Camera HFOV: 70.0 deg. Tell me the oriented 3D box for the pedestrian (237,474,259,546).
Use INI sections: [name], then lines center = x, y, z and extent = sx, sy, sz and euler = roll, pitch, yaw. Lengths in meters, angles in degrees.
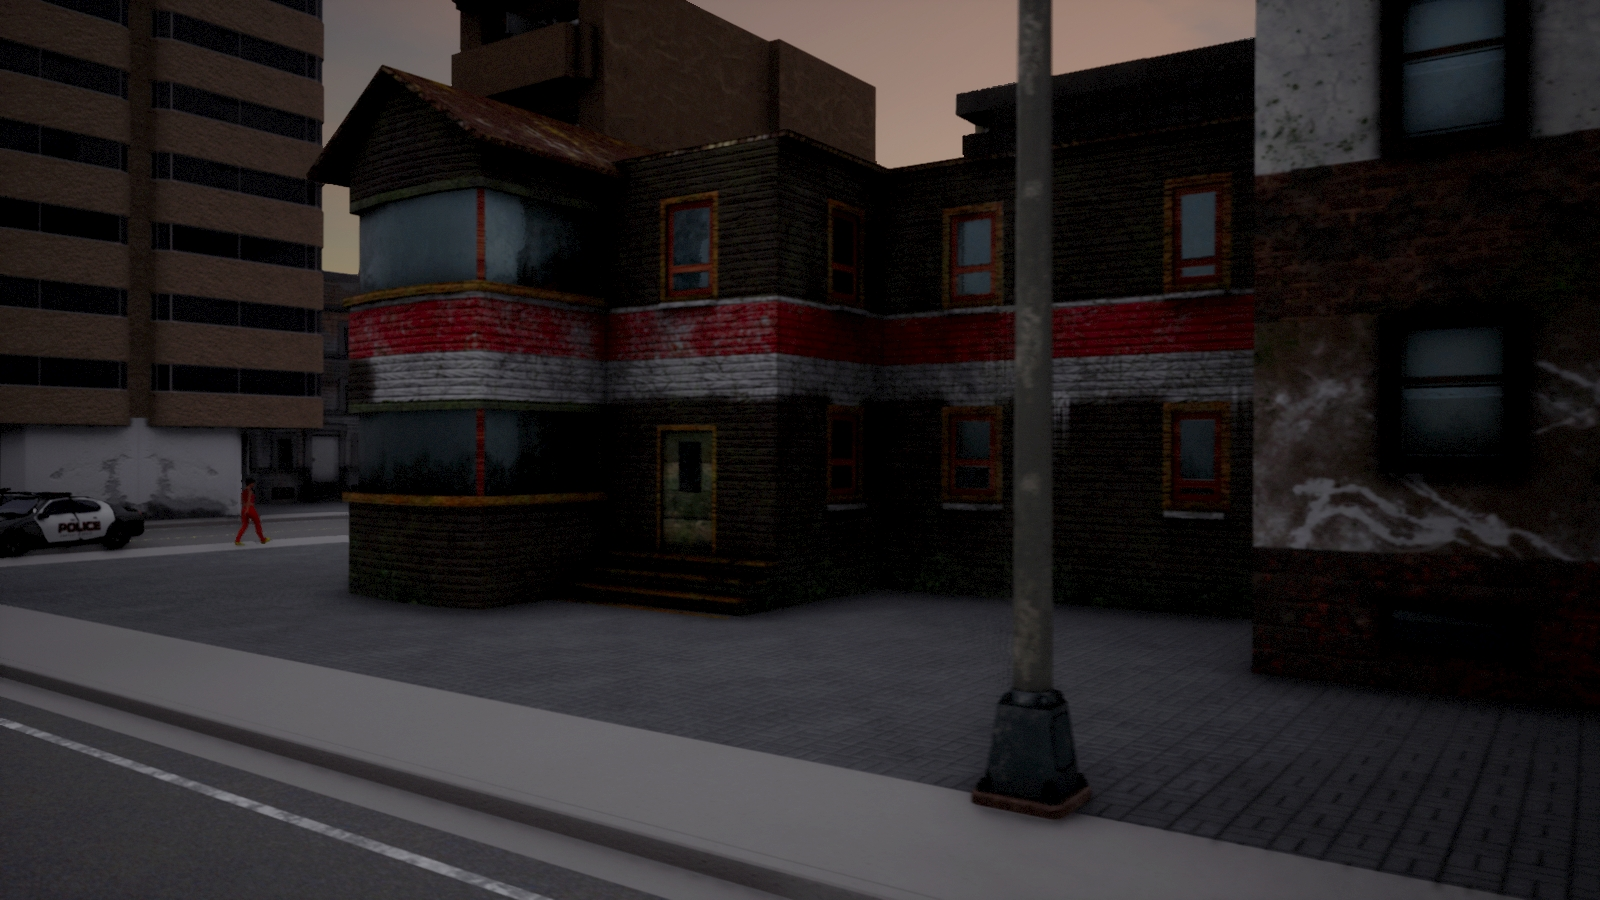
[pedestrian]
center = -14.523, 1.563, 30.042
extent = 0.375, 1.860, 0.375
euler = 0, 0, 32
